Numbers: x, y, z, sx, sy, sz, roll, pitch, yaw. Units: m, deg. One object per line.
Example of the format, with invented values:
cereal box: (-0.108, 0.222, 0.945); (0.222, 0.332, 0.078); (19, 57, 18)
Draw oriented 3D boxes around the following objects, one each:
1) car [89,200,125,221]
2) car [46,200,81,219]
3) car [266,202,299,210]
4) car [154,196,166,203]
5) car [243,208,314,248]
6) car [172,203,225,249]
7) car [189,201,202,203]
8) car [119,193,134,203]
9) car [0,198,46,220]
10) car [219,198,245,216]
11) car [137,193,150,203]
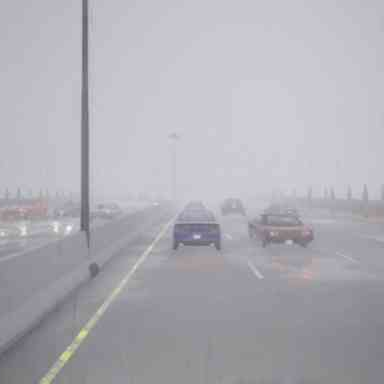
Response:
car: (-6.919, 1.588, 26.693); (1.895, 1.301, 4.718); (0, 0, 0)
car: (-10.399, 1.475, 29.010); (2.128, 1.511, 4.902); (0, 0, 0)
car: (7.284, 1.544, 27.260); (2.033, 1.411, 5.357); (0, 0, 0)
car: (-6.526, 1.546, 68.150); (1.994, 1.385, 4.181); (0, 0, 0)
car: (3.696, 1.599, 14.809); (1.895, 1.301, 4.718); (0, 0, 0)
car: (0.195, 1.473, 14.561); (1.882, 1.535, 5.008); (0, 0, 0)
car: (0.324, 1.554, 32.971); (1.994, 1.385, 4.181); (0, 0, 0)
car: (-13.519, 1.193, 69.167); (2.150, 2.045, 5.566); (0, 0, 0)
car: (-13.908, 1.334, 27.811); (2.097, 1.767, 4.553); (0, 0, 0)
car: (3.820, 1.344, 32.293); (2.097, 1.767, 4.553); (0, 0, 0)
car: (-10.016, 1.193, 69.559); (2.150, 2.045, 5.566); (0, 0, 0)
